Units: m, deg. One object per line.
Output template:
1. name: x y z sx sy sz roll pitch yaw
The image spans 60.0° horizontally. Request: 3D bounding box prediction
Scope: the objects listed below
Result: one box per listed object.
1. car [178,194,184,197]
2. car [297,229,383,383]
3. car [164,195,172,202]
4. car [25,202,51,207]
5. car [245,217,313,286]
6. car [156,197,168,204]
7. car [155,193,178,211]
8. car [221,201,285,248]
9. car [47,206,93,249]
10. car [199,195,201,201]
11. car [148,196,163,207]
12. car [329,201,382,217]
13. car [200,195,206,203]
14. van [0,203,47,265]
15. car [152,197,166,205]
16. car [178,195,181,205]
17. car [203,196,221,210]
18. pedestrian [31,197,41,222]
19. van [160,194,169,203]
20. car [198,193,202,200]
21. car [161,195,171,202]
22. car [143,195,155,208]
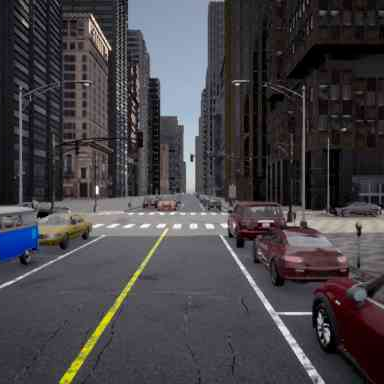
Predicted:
1. car: -3.070 1.560 61.693 2.033 1.411 5.357 0 0 1
2. car: 2.760 1.440 3.429 1.967 1.590 4.097 0 0 0
3. car: -5.773 1.550 81.062 1.752 1.417 4.829 0 0 0
4. car: -12.057 1.522 26.282 4.902 1.511 2.128 0 0 4
5. car: 2.759 1.582 9.106 1.802 1.307 4.206 0 0 0
6. car: -5.771 1.596 64.309 1.802 1.307 4.206 0 0 0
7. car: -3.046 1.357 40.709 2.097 1.767 4.553 0 0 -2
8. car: 2.758 1.315 14.784 2.192 1.841 5.009 0 0 0
9. car: -5.766 1.526 14.603 1.752 1.417 4.829 0 0 0
10. car: 2.754 1.556 58.679 1.887 1.381 4.507 0 0 0
11. car: -5.771 1.449 53.029 1.967 1.590 4.097 0 0 0
12. car: 14.666 1.527 29.944 4.181 1.385 1.994 0 0 0
13. car: 2.755 1.560 53.039 2.008 1.369 4.403 0 0 0
14. van: -5.766 1.341 9.095 1.690 1.788 3.998 0 0 0
15. car: -5.771 1.577 58.670 1.947 1.339 4.313 0 0 0
16. car: -3.096 1.609 50.832 1.895 1.301 4.718 0 0 0
17. car: 2.756 1.556 41.757 2.008 1.369 4.403 0 0 0
18. pedestrian: -9.960 1.147 20.974 0.375 1.860 0.375 0 0 0
19. van: -5.773 1.358 69.950 1.690 1.788 3.998 0 0 0
20. car: 2.753 1.457 69.960 1.967 1.590 4.097 0 0 0
21. car: -5.773 1.461 75.591 1.967 1.590 4.097 0 0 0
22. car: -5.770 1.322 47.387 2.192 1.841 5.009 0 0 0
